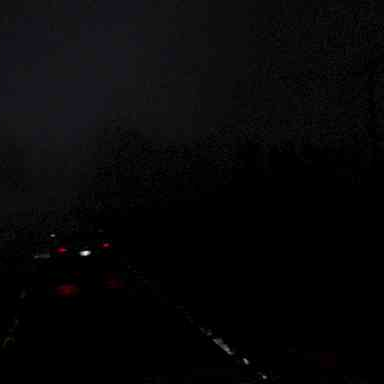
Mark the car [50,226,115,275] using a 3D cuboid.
[{"bbox_3d":[-4.101,1.930,12.136,1.994,1.385,4.181,-3,-1,-24],"label":"car"}]
